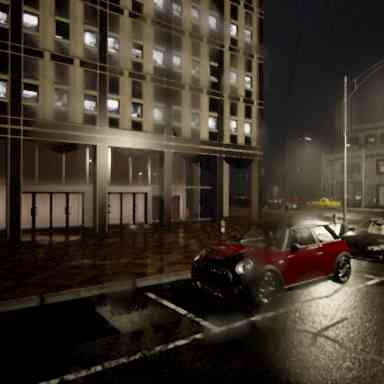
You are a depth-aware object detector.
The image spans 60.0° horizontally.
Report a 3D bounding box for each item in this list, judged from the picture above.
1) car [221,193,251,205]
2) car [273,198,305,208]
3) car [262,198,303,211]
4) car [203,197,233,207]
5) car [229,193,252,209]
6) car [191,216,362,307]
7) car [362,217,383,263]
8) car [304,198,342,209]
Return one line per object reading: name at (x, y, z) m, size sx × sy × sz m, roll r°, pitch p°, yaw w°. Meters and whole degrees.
car at (7.371, 1.162, 56.221) m, size 2.192 × 1.841 × 5.009 m, roll 1°, pitch 0°, yaw -35°
car at (13.649, 1.474, 47.099) m, size 1.802 × 1.307 × 4.206 m, roll 1°, pitch 0°, yaw -35°
car at (9.885, 1.422, 37.788) m, size 2.008 × 1.369 × 4.403 m, roll 1°, pitch 0°, yaw -35°
car at (3.605, 1.376, 46.909) m, size 2.008 × 1.369 × 4.403 m, roll 1°, pitch 0°, yaw -35°
car at (6.747, 1.163, 42.349) m, size 2.192 × 1.841 × 5.009 m, roll 1°, pitch 0°, yaw -35°
car at (1.944, 1.440, 7.931) m, size 4.097 × 1.590 × 1.967 m, roll 0°, pitch 0°, yaw -35°
car at (6.582, 1.550, 11.231) m, size 4.403 × 1.369 × 2.008 m, roll 0°, pitch 0°, yaw -35°
car at (16.692, 1.441, 42.678) m, size 1.752 × 1.417 × 4.829 m, roll 1°, pitch 0°, yaw -35°
